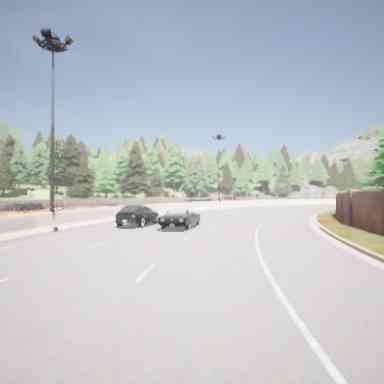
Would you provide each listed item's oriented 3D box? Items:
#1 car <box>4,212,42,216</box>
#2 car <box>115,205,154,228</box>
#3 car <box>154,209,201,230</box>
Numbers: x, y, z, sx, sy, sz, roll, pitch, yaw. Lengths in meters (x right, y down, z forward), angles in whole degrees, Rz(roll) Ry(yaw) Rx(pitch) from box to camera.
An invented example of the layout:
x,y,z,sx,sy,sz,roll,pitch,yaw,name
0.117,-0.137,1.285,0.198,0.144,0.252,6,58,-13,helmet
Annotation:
x,y,z,sx,sy,sz,roll,pitch,yaw,name
-11.680,1.504,22.181,2.097,1.767,4.553,0,0,13,car
-3.867,1.689,24.179,1.837,1.490,4.892,0,-1,14,car
-0.708,1.778,22.545,1.895,1.301,4.718,0,0,14,car
